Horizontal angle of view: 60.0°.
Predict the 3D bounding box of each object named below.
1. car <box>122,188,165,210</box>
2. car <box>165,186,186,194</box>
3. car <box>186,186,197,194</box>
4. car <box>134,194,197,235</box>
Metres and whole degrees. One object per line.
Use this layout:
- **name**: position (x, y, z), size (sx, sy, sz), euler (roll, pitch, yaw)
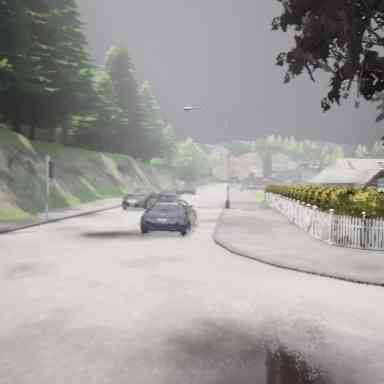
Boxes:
- **car**: position (-3.813, 0.501, 25.378), size (2.128, 1.511, 4.902), euler (2, 2, 8)
- **car**: position (-2.352, 0.192, 36.734), size (2.033, 1.411, 5.357), euler (2, 2, 8)
- **car**: position (-0.420, -0.268, 51.572), size (1.994, 1.385, 4.181), euler (2, 2, 8)
- **car**: position (-0.914, 1.001, 15.033), size (1.994, 1.385, 4.181), euler (2, 2, 7)
